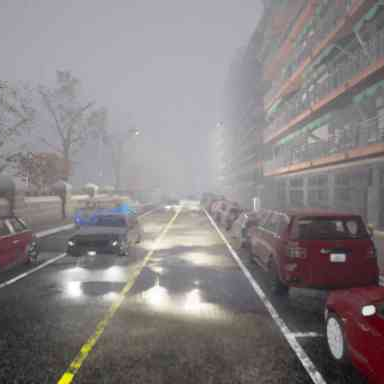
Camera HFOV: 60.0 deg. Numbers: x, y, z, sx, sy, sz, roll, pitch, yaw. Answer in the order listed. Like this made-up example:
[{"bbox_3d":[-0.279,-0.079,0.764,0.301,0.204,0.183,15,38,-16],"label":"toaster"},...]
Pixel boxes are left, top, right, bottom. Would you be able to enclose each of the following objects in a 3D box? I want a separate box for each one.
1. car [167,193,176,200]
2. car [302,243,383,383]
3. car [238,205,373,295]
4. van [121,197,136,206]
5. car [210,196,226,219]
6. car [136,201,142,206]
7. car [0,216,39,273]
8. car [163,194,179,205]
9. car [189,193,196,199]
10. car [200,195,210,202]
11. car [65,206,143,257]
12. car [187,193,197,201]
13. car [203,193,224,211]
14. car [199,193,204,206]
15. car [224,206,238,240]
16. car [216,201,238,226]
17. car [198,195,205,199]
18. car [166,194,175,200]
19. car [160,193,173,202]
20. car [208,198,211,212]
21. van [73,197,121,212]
[{"bbox_3d":[-5.671,1.118,92.986,2.192,1.841,5.009,0,0,0],"label":"car"},{"bbox_3d":[2.693,1.534,2.902,1.887,1.381,4.507,0,0,0],"label":"car"},{"bbox_3d":[2.695,1.286,8.532,2.192,1.841,5.009,0,0,0],"label":"car"},{"bbox_3d":[-5.683,1.264,25.423,1.690,1.788,3.998,0,0,0],"label":"van"},{"bbox_3d":[2.697,1.362,25.422,1.967,1.590,4.097,0,0,0],"label":"car"},{"bbox_3d":[-5.682,1.459,31.054,2.008,1.369,4.403,0,0,0],"label":"car"},{"bbox_3d":[-5.686,1.412,8.534,1.967,1.590,4.097,0,0,0],"label":"car"},{"bbox_3d":[-3.048,1.463,53.632,1.895,1.301,4.718,0,0,1],"label":"car"},{"bbox_3d":[0.021,1.095,92.193,1.882,1.535,5.008,0,0,0],"label":"car"},{"bbox_3d":[2.707,1.374,70.466,1.887,1.381,4.507,0,0,0],"label":"car"},{"bbox_3d":[-3.099,1.505,12.944,2.033,1.411,5.357,0,0,0],"label":"car"},{"bbox_3d":[0.018,1.119,71.891,1.882,1.535,5.008,0,0,0],"label":"car"},{"bbox_3d":[2.700,1.211,36.682,2.192,1.841,5.009,0,0,0],"label":"car"},{"bbox_3d":[2.405,1.092,52.422,2.150,2.045,5.566,0,0,0],"label":"car"},{"bbox_3d":[2.695,1.504,14.163,2.008,1.369,4.403,0,0,0],"label":"car"},{"bbox_3d":[2.696,1.482,19.793,1.887,1.381,4.507,0,0,0],"label":"car"},{"bbox_3d":[2.710,1.385,92.984,1.802,1.307,4.206,0,0,0],"label":"car"},{"bbox_3d":[-5.671,1.246,87.355,1.967,1.590,4.097,0,0,0],"label":"car"},{"bbox_3d":[-5.674,1.396,70.468,1.947,1.339,4.313,0,0,0],"label":"car"},{"bbox_3d":[2.698,1.490,31.053,1.802,1.307,4.206,0,0,0],"label":"car"},{"bbox_3d":[-5.684,1.279,19.794,1.690,1.788,3.998,0,0,0],"label":"van"}]
